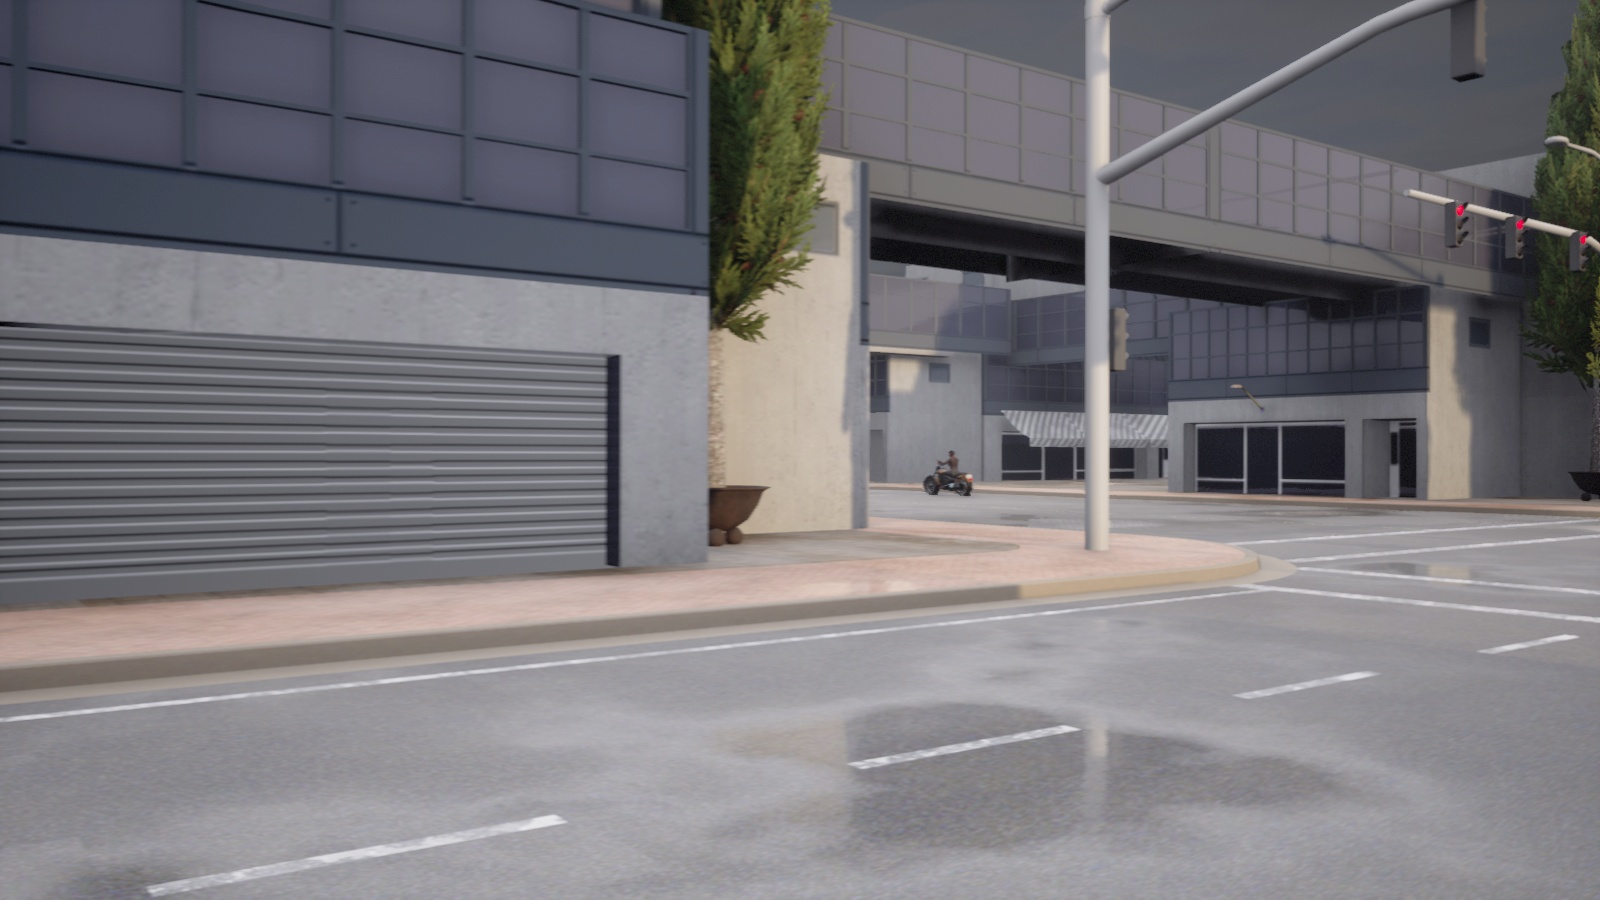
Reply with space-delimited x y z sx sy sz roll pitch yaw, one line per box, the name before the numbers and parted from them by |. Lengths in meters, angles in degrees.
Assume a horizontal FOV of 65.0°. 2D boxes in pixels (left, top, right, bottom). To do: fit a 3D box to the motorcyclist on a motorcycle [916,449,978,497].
motorcyclist on a motorcycle | 5.108 0.793 43.872 0.766 1.649 2.350 0 0 -36
